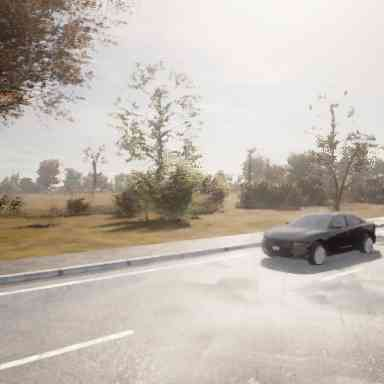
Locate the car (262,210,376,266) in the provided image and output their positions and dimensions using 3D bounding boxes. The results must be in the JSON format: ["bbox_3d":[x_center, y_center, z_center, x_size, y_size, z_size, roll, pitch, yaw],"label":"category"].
[{"bbox_3d":[4.577,1.442,11.715,5.008,1.535,1.882,0,0,-37],"label":"car"}]
